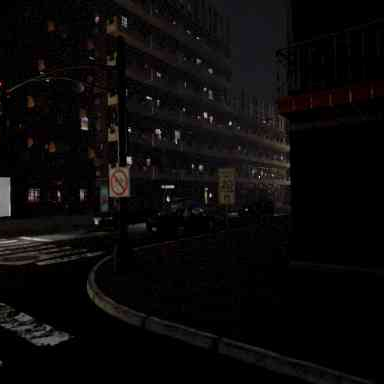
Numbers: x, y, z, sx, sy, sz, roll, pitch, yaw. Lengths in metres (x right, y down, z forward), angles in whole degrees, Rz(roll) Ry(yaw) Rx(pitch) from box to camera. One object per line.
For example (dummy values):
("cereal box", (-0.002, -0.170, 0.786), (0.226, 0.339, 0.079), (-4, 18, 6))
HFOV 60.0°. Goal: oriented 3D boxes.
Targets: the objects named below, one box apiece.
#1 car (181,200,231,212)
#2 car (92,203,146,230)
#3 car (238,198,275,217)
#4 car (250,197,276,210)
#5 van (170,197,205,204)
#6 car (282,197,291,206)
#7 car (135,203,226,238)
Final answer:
("car", (1.404, 1.574, 28.608), (1.895, 1.301, 4.718), (-1, -1, 36))
("car", (-4.063, 1.486, 21.028), (2.128, 1.511, 4.902), (-1, -1, 35))
("car", (5.782, 1.468, 29.659), (1.994, 1.385, 4.181), (-1, -1, 36))
("car", (9.428, 1.431, 43.993), (1.967, 1.590, 4.097), (-1, -1, 36))
("van", (-0.330, 1.365, 30.425), (1.690, 1.788, 3.998), (-1, -1, 36))
("car", (15.835, 1.496, 52.899), (1.752, 1.417, 4.829), (-1, -1, 36))
("car", (-0.433, 1.435, 16.780), (2.008, 1.369, 4.403), (-1, -1, 36))
